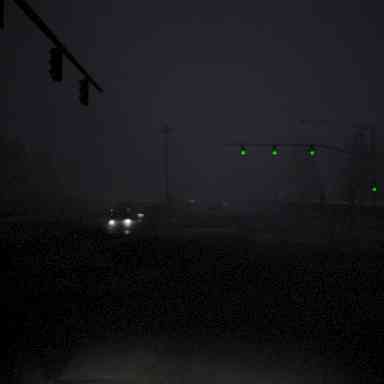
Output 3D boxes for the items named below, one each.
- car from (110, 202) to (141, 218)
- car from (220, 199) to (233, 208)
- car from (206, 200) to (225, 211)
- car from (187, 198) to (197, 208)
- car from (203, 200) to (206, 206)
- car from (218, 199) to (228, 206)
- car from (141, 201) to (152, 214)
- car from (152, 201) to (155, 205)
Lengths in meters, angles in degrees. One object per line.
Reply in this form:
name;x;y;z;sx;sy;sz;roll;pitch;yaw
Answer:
car;-7.093;1.808;34.978;2.097;1.767;4.553;0;-1;0
car;6.993;2.330;65.534;1.882;1.535;5.008;0;-1;0
car;3.594;2.285;52.621;1.895;1.301;4.718;0;-1;0
car;-0.007;2.459;65.979;1.895;1.301;4.718;0;-1;0
car;3.492;2.469;76.191;1.882;1.535;5.008;0;-1;0
car;6.992;2.344;75.955;1.812;1.442;4.674;0;-1;0
car;-7.093;2.127;44.481;2.033;1.411;5.357;0;-1;0
car;-7.076;2.240;54.831;1.812;1.442;4.674;0;-1;0
